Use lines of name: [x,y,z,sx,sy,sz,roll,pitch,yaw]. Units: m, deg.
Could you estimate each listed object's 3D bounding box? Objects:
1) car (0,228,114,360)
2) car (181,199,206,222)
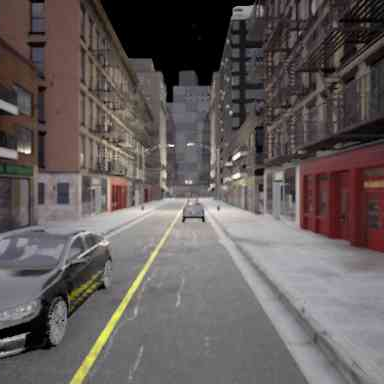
car: [-2.845,1.501,6.340,2.128,1.511,4.902,0,0,0]
car: [0.116,1.584,26.742,2.033,1.411,5.357,0,0,0]
